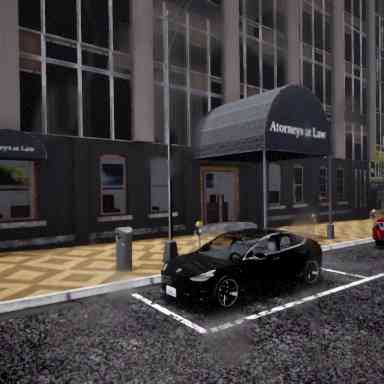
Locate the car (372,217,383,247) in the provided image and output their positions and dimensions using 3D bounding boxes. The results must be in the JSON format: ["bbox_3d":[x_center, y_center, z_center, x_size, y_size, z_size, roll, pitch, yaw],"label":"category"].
[{"bbox_3d":[9.605,1.310,14.013,5.009,1.841,2.192,0,-1,-37],"label":"car"}]

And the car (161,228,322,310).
[{"bbox_3d":[1.329,1.564,7.812,4.313,1.339,1.947,0,-1,-37],"label":"car"}]
